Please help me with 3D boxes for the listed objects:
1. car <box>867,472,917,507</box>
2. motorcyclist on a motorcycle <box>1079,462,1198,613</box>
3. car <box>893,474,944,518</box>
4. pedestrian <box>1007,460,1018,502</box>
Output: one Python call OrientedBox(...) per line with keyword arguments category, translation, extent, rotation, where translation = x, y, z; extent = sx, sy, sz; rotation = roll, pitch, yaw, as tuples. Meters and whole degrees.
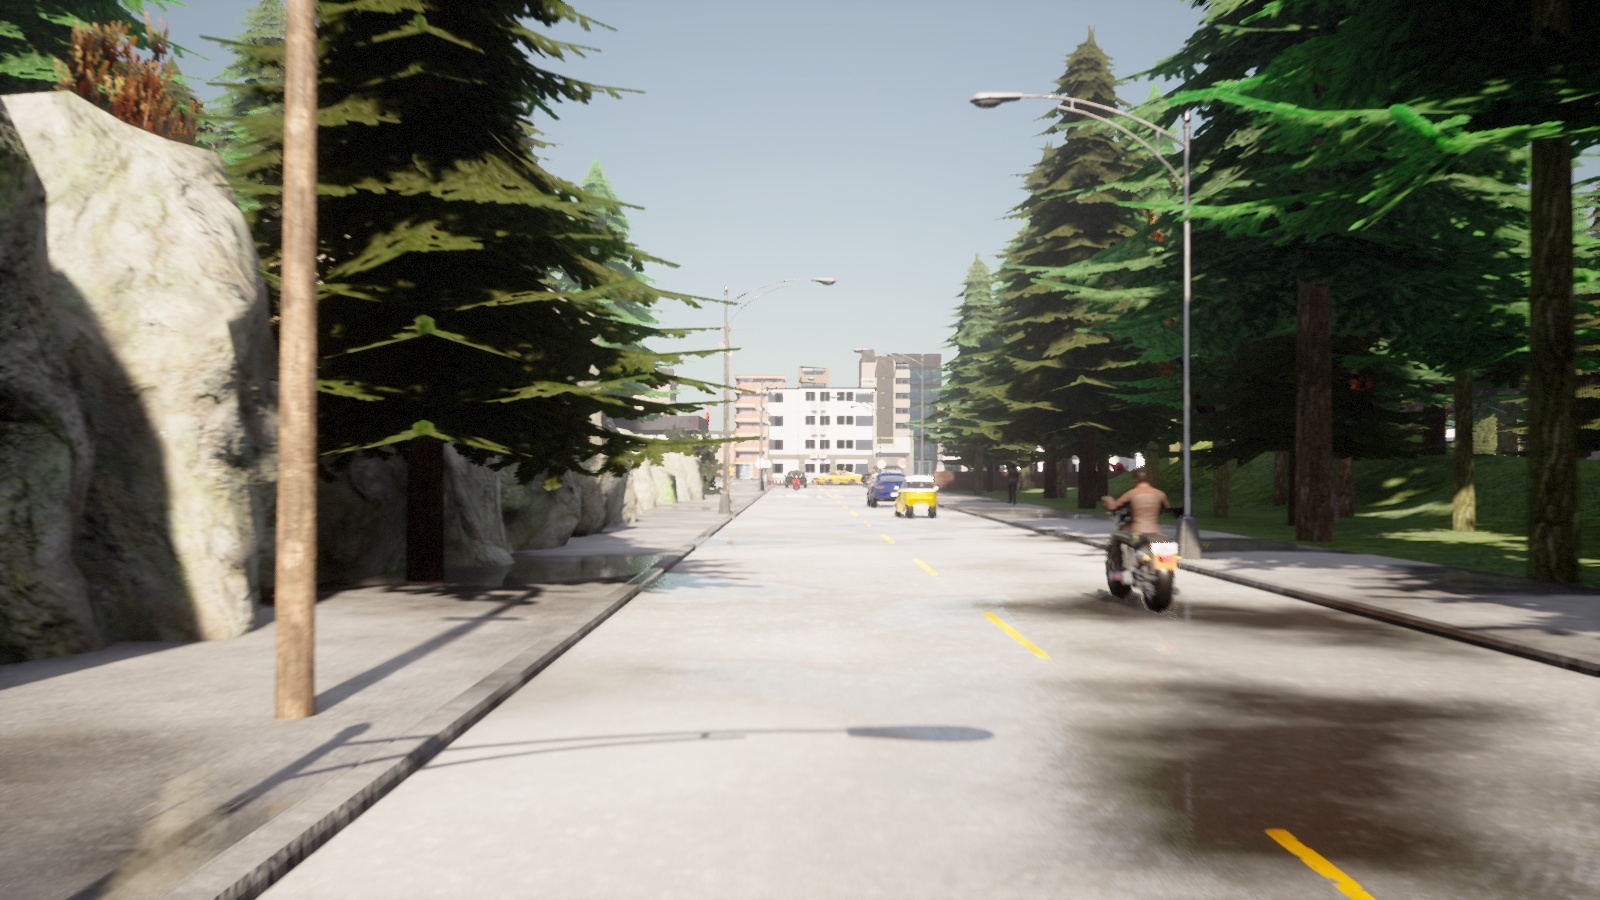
OrientedBox(category="car", translation=(3.874, 1.659, 53.504), extent=(1.812, 1.442, 4.674), rotation=(0, -1, 0))
OrientedBox(category="motorcyclist on a motorcycle", translation=(3.964, 0.980, 14.930), extent=(0.766, 1.649, 2.350), rotation=(0, -1, 0))
OrientedBox(category="car", translation=(3.901, 1.502, 41.531), extent=(1.481, 1.376, 2.207), rotation=(0, -1, 0))
OrientedBox(category="pedestrian", translation=(9.053, 1.323, 53.584), extent=(0.328, 1.805, 0.869), rotation=(0, -1, 1))
